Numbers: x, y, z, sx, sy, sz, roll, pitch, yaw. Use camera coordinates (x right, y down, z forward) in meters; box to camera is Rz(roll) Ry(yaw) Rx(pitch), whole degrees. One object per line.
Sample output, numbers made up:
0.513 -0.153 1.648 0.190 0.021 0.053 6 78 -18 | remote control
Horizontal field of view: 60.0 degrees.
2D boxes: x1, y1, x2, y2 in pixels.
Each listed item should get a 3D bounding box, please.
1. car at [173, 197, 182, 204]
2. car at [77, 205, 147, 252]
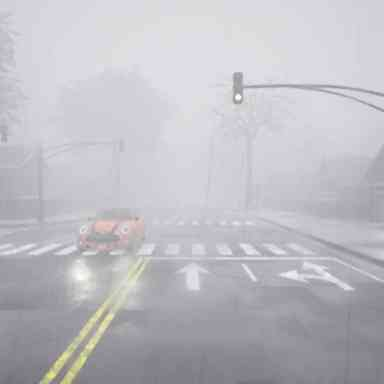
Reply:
-3.177 1.889 74.740 1.812 1.442 4.674 0 0 0 | car
-3.238 1.393 14.212 2.097 1.767 4.553 0 0 0 | car
